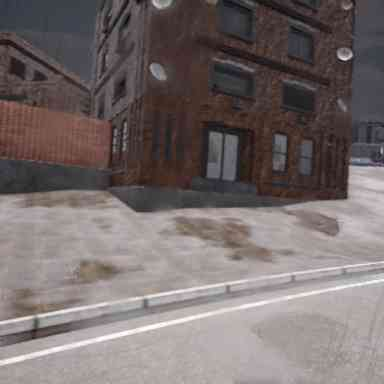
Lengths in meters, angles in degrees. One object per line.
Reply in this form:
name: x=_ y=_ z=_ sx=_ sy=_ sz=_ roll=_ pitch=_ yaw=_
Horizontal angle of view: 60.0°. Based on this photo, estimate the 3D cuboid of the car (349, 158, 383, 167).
car: x=21.701 y=-3.460 z=42.021 sx=4.553 sy=1.767 sz=2.185 roll=3 pitch=-2 yaw=15
